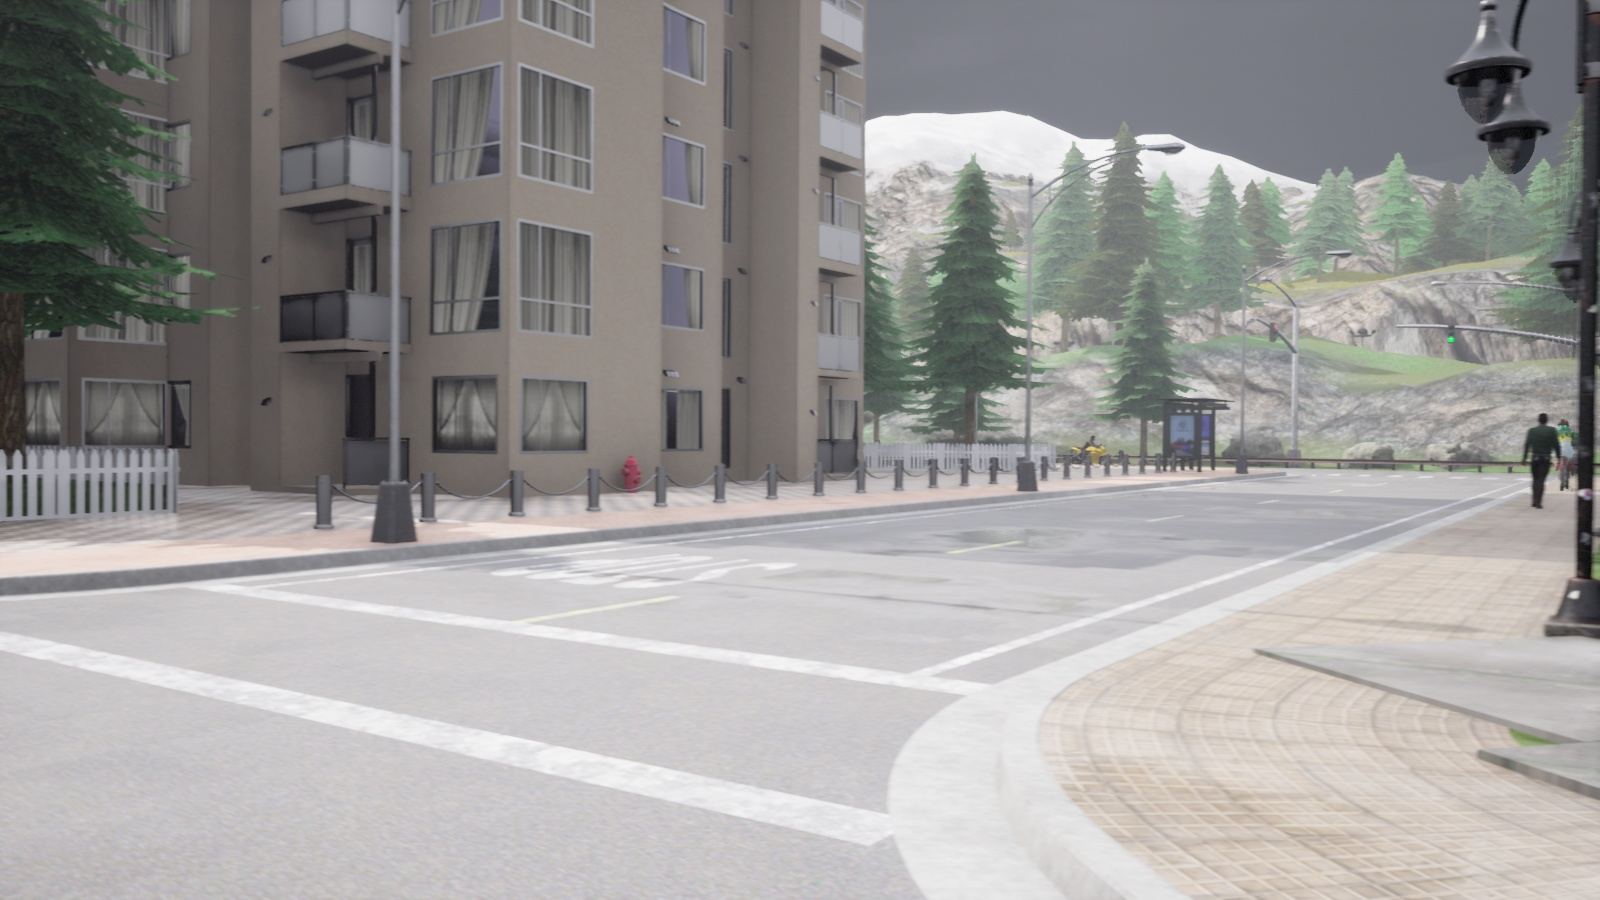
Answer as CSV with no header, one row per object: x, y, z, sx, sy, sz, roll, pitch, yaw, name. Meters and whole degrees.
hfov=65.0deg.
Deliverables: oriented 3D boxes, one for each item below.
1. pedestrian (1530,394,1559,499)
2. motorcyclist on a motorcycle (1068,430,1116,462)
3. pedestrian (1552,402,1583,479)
14.041,-0.072,23.683,0.423,1.949,0.788,0,1,33,pedestrian
13.888,-0.202,59.751,2.044,1.523,0.797,0,1,35,motorcyclist on a motorcycle
20.015,-0.250,32.739,0.659,1.952,0.873,0,1,33,pedestrian
